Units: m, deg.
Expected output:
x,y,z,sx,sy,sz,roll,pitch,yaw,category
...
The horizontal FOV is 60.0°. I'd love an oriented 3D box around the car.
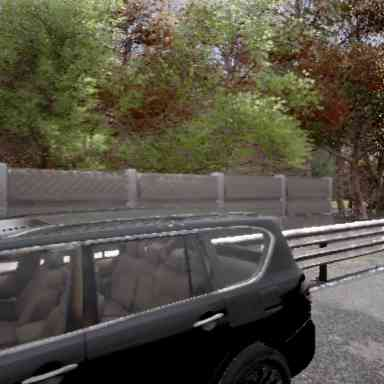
x,y,z,sx,sy,sz,roll,pitch,yaw,category
-1.298,1.216,2.761,5.566,2.045,2.150,-1,0,-35,car
